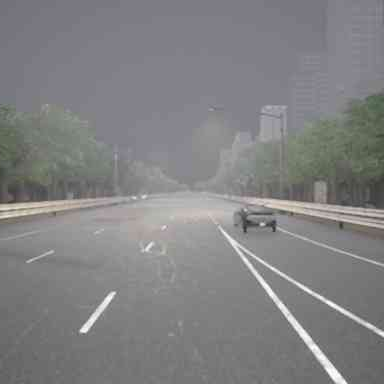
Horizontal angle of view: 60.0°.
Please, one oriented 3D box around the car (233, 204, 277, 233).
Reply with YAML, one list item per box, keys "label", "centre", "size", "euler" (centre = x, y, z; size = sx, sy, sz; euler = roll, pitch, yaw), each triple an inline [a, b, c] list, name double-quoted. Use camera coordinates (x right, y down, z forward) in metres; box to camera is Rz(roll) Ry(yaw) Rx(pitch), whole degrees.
- label: "car"
  centre: [3.598, 1.472, 19.664]
  size: [2.128, 1.511, 4.902]
  euler: [0, 0, -1]
